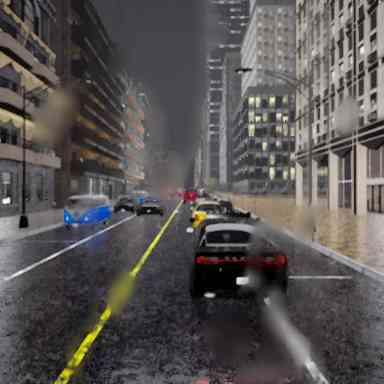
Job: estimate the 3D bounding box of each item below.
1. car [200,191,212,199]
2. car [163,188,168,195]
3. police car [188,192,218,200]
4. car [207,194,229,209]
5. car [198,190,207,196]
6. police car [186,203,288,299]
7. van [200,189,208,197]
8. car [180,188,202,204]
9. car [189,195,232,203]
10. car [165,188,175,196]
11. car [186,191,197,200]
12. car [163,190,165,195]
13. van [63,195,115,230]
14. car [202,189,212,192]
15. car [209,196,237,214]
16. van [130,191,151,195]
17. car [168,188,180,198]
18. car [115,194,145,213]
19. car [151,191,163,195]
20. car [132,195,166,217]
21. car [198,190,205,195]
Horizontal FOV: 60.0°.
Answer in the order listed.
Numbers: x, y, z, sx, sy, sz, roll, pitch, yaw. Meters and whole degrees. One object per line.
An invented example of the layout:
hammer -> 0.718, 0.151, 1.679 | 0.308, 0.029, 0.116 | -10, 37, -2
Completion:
car -> 2.647, 0.541, 63.810 | 2.008, 1.369, 4.403 | 1, 1, 0
car -> -5.739, 0.115, 75.314 | 2.192, 1.841, 5.009 | 1, 1, 0
police car -> 0.877, 1.051, 24.356 | 1.930, 1.638, 5.238 | 0, 1, 0
car -> 2.672, 1.005, 35.322 | 2.008, 1.369, 4.403 | 1, 1, 0
car -> 2.607, 0.271, 80.901 | 1.947, 1.339, 4.313 | 1, 1, 0
police car -> 0.891, 1.297, 8.355 | 1.930, 1.638, 5.238 | 0, 1, 0
van -> 2.650, 0.142, 75.201 | 1.690, 1.788, 3.998 | 1, 1, 0
car -> -0.033, 0.507, 45.663 | 2.150, 2.045, 5.566 | 0, 1, 1
car -> 0.882, 1.173, 18.437 | 1.801, 1.575, 5.366 | 0, 1, 0
car -> -5.749, -0.077, 86.708 | 2.192, 1.841, 5.009 | 1, 1, 0
car -> -0.054, 0.580, 58.692 | 1.837, 1.490, 4.892 | 0, 1, 0
car -> -5.724, 0.759, 52.525 | 1.802, 1.307, 4.206 | 1, 1, 0
van -> -5.689, 1.060, 18.332 | 1.690, 1.788, 3.998 | 1, 1, 0
car -> 2.656, 0.399, 58.109 | 2.192, 1.841, 5.009 | 1, 1, 0
car -> 2.677, 1.095, 29.626 | 2.008, 1.369, 4.403 | 1, 1, 0
van -> -5.704, 0.794, 35.429 | 1.690, 1.788, 3.998 | 1, 1, 0
car -> -3.071, 0.147, 67.792 | 2.150, 2.045, 5.566 | 0, 1, 0
car -> -5.704, 1.108, 29.736 | 1.947, 1.339, 4.313 | 1, 1, 0
car -> -5.719, 0.820, 46.828 | 2.008, 1.369, 4.403 | 1, 1, 0
car -> -3.122, 1.164, 26.015 | 1.994, 1.385, 4.181 | 0, 1, 0
car -> 2.588, 0.094, 92.295 | 1.802, 1.307, 4.206 | 1, 1, 0
